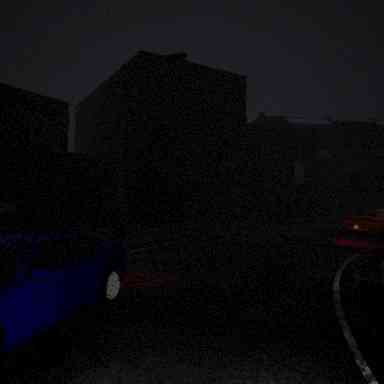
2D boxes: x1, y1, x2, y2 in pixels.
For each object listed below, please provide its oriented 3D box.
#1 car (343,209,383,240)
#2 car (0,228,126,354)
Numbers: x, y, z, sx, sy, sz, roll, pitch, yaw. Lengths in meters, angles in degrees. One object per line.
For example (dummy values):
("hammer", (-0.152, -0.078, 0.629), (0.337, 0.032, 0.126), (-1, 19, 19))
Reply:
("car", (10.386, 1.667, 18.284), (5.008, 1.535, 1.882), (1, 0, -34))
("car", (-2.866, 1.450, 5.536), (1.882, 1.535, 5.008), (0, 0, 15))
